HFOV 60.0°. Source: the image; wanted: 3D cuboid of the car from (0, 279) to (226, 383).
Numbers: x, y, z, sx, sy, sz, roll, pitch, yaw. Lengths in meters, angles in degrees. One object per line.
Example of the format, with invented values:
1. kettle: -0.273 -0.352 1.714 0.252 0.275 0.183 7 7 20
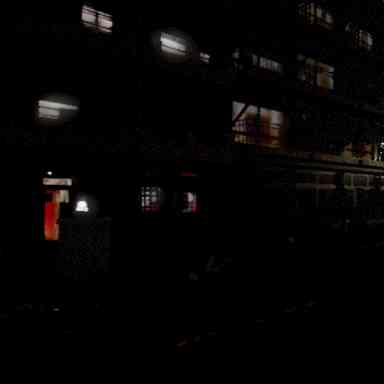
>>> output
1. car: -2.158 1.518 1.822 4.674 1.442 1.812 1 0 -36

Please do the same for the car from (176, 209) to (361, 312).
1. car: 2.074 1.378 8.035 5.009 1.841 2.192 1 0 -35
